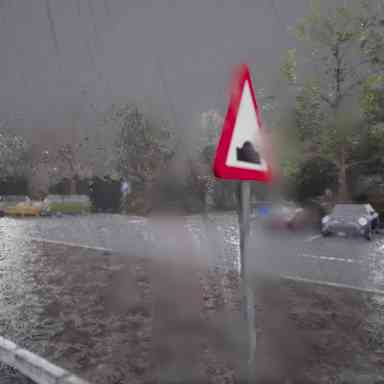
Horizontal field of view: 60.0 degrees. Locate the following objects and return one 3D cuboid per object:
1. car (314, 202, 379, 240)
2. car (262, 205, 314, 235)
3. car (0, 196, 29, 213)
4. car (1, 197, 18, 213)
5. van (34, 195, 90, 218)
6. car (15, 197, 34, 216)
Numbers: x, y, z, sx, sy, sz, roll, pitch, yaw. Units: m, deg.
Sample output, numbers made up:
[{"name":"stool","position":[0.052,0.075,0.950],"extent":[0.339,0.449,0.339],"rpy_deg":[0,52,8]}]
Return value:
[{"name":"car","position":[8.062,1.310,16.857],"extent":[2.185,1.767,4.553],"rpy_deg":[0,0,35]},{"name":"car","position":[5.440,1.467,18.641],"extent":[2.002,1.452,4.674],"rpy_deg":[0,0,35]},{"name":"car","position":[-20.737,1.449,36.995],"extent":[2.435,2.045,5.566],"rpy_deg":[-2,-1,35]},{"name":"car","position":[-15.929,1.583,33.886],"extent":[1.946,1.575,5.366],"rpy_deg":[-1,-1,35]},{"name":"van","position":[-11.639,1.277,30.509],"extent":[1.878,1.987,4.442],"rpy_deg":[-1,-1,35]},{"name":"car","position":[-13.751,1.539,32.358],"extent":[1.946,1.575,5.366],"rpy_deg":[-1,-1,35]}]
